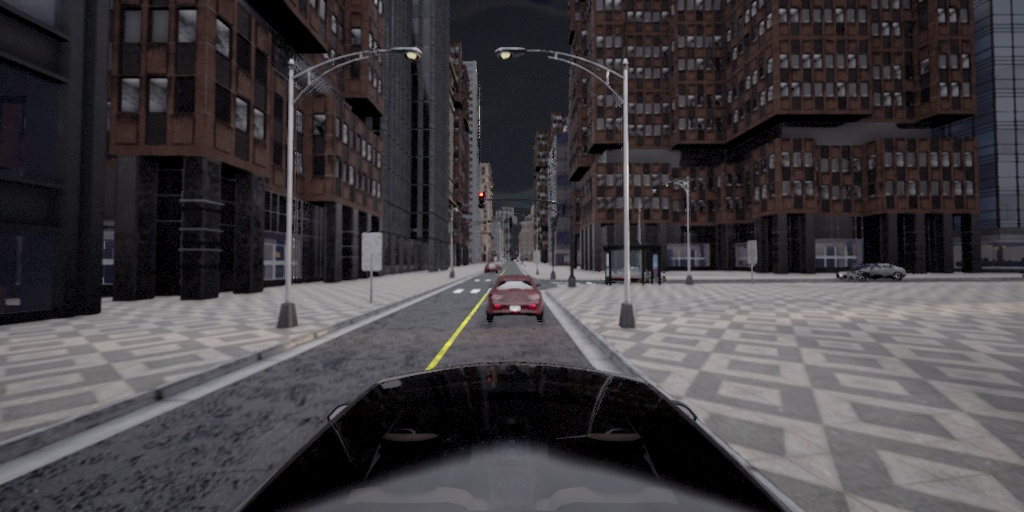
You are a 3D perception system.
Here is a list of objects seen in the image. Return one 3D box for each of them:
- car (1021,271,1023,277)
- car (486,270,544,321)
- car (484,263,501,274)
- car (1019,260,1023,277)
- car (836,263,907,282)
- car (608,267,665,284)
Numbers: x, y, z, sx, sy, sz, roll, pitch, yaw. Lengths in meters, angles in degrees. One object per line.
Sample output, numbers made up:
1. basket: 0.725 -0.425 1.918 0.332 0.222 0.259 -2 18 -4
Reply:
1. car: 42.538 1.347 27.407 4.718 1.301 1.895 0 -1 0
2. car: 0.102 1.400 12.873 1.812 1.442 4.674 0 -1 0
3. car: -3.004 1.791 52.396 1.882 1.535 5.008 0 0 0
4. car: 46.747 1.037 30.468 4.674 1.442 1.812 0 -1 0
5. car: 30.530 1.387 30.564 4.902 1.511 2.128 0 -1 0
6. car: 9.377 1.509 27.297 4.181 1.385 1.994 0 -1 -2
